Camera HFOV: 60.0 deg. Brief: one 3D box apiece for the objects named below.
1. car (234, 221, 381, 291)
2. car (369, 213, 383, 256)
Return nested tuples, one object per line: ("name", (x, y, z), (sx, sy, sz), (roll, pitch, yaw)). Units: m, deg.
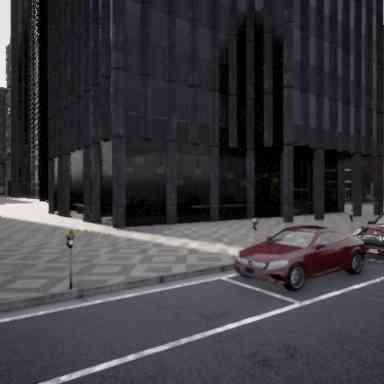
("car", (3.043, 1.578, 8.939), (4.206, 1.307, 1.802), (0, 0, -36))
("car", (7.634, 1.432, 12.216), (4.097, 1.590, 1.967), (0, 0, -36))
